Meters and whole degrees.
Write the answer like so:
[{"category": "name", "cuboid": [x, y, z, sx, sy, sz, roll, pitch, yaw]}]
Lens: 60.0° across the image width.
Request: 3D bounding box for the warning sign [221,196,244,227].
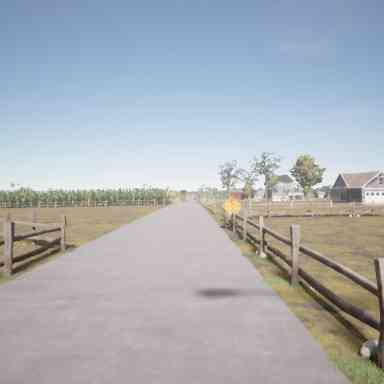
[{"category": "warning sign", "cuboid": [2.452, 1.171, 20.202, 1.300, 1.860, 1.060, 0, 0, 0]}]
